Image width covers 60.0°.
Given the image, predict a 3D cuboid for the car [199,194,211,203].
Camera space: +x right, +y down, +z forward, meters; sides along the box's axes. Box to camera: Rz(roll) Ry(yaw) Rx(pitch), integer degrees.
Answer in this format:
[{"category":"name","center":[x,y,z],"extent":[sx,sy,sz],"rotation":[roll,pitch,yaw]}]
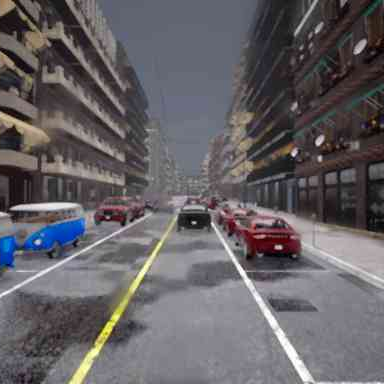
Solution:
[{"category":"car","center":[2.642,1.289,67.499],"extent":[2.192,1.841,5.009],"rotation":[1,0,0]}]

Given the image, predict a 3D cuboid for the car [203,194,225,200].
[{"category":"car","center":[2.601,1.269,34.310],"extent":[2.192,1.841,5.009],"rotation":[1,0,0]}]

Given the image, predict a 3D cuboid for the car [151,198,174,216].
[{"category":"car","center":[-2.706,1.558,32.601],"extent":[1.895,1.301,4.718],"rotation":[0,0,0]}]

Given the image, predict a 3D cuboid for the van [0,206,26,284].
[{"category":"van","center":[-5.280,1.329,6.726],"extent":[1.690,1.788,3.998],"rotation":[1,0,0]}]

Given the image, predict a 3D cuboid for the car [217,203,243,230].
[{"category":"car","center":[2.609,1.514,17.717],"extent":[1.887,1.381,4.507],"rotation":[1,0,0]}]

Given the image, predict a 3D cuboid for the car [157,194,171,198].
[{"category":"car","center":[-5.218,1.277,56.501],"extent":[2.192,1.841,5.009],"rotation":[1,0,0]}]

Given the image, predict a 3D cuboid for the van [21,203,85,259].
[{"category":"van","center":[-5.274,1.320,12.258],"extent":[1.690,1.788,3.998],"rotation":[1,0,0]}]

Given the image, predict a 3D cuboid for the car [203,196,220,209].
[{"category":"car","center":[2.612,1.393,45.373],"extent":[1.967,1.590,4.097],"rotation":[1,0,0]}]

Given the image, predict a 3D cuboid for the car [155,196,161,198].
[{"category":"car","center":[-5.244,1.521,39.911],"extent":[1.947,1.339,4.313],"rotation":[1,0,0]}]

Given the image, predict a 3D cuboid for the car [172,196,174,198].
[{"category":"car","center":[-5.196,1.581,78.626],"extent":[1.802,1.307,4.206],"rotation":[1,0,0]}]

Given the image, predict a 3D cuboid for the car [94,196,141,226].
[{"category":"car","center":[-5.259,1.281,23.319],"extent":[2.192,1.841,5.009],"rotation":[1,0,0]}]

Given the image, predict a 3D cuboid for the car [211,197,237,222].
[{"category":"car","center":[2.626,1.403,23.248],"extent":[1.967,1.590,4.097],"rotation":[1,0,0]}]

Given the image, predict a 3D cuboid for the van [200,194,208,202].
[{"category":"van","center":[2.648,1.325,73.031],"extent":[1.690,1.788,3.998],"rotation":[1,0,0]}]

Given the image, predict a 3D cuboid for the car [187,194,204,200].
[{"category":"car","center":[0.150,1.306,38.131],"extent":[2.097,1.767,4.553],"rotation":[0,0,0]}]

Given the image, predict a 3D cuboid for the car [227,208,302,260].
[{"category":"car","center":[2.602,1.521,12.187],"extent":[1.887,1.381,4.507],"rotation":[1,0,0]}]

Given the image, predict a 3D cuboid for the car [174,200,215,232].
[{"category":"car","center":[0.123,1.445,19.742],"extent":[1.882,1.535,5.008],"rotation":[0,0,0]}]

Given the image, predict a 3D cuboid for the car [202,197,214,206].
[{"category":"car","center":[2.623,1.541,56.436],"extent":[1.802,1.307,4.206],"rotation":[1,0,0]}]

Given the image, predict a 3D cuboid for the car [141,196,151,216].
[{"category":"car","center":[-5.252,1.276,28.848],"extent":[2.192,1.841,5.009],"rotation":[1,0,0]}]
